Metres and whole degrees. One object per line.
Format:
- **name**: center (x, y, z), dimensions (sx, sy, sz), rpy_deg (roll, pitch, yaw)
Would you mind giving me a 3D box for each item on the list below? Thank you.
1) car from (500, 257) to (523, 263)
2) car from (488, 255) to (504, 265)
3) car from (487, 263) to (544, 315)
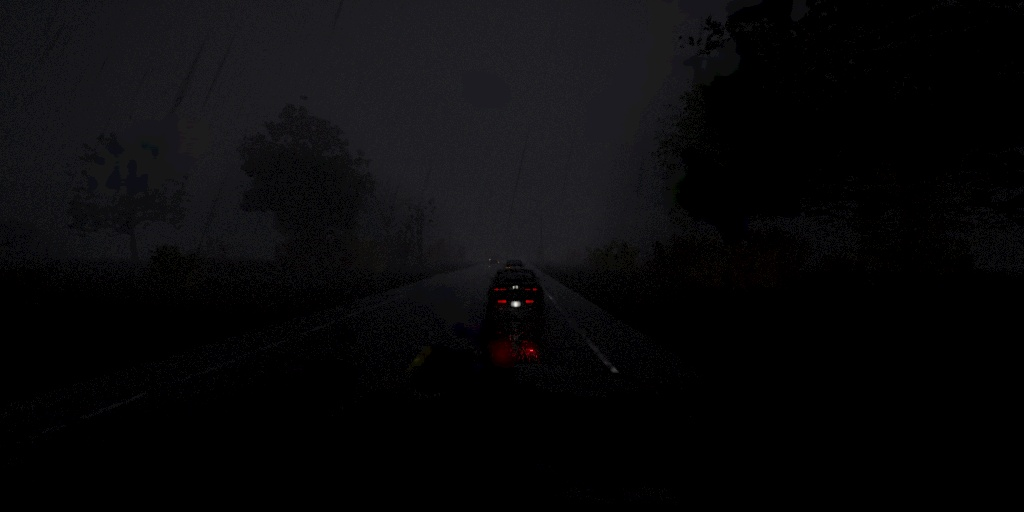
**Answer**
- **car**: center (0.204, 1.070, 31.370), dimensions (1.837, 1.490, 4.892), rpy_deg (0, 0, 0)
- **car**: center (-3.088, 0.707, 65.039), dimensions (2.097, 1.767, 4.553), rpy_deg (0, 0, 1)
- **car**: center (0.121, 1.183, 13.237), dimensions (1.837, 1.490, 4.892), rpy_deg (0, 0, 0)
